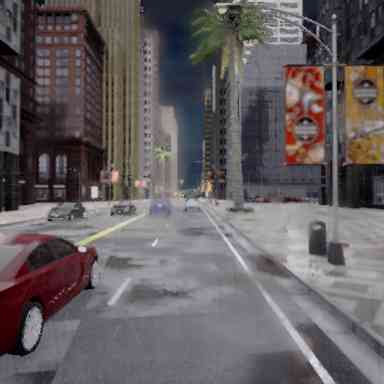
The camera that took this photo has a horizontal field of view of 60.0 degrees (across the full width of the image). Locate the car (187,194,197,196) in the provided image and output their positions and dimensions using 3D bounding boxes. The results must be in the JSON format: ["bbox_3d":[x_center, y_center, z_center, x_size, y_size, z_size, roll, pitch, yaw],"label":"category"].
[{"bbox_3d":[-0.011,1.441,58.184,2.150,2.045,5.566,0,-1,0],"label":"car"}]

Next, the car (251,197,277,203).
[{"bbox_3d":[15.269,1.825,70.593,4.206,1.307,1.802,0,-1,-1],"label":"car"}]

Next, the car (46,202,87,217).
[{"bbox_3d":[-9.865,1.544,26.529,1.837,1.490,4.892,0,-1,0],"label":"car"}]

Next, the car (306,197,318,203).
[{"bbox_3d":[26.546,1.775,70.775,4.313,1.339,1.947,0,-1,-1],"label":"car"}]

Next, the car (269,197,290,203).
[{"bbox_3d":[20.774,1.935,79.207,4.313,1.339,1.947,0,-1,-1],"label":"car"}]

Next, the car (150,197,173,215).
[{"bbox_3d":[-3.173,1.419,34.940,2.097,1.767,4.553,0,0,0],"label":"car"}]

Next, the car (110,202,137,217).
[{"bbox_3d":[-6.606,1.621,32.322,1.994,1.385,4.181,0,0,0],"label":"car"}]

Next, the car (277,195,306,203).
[{"bbox_3d":[20.908,1.540,70.688,5.009,1.841,2.192,0,-1,-1],"label":"car"}]

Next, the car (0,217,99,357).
[{"bbox_3d":[-3.154,1.480,6.071,1.882,1.535,5.008,0,0,0],"label":"car"}]

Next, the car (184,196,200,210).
[{"bbox_3d":[0.070,1.644,44.637,1.812,1.442,4.674,0,-1,0],"label":"car"}]

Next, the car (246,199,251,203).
[{"bbox_3d":[15.134,1.953,79.116,4.313,1.339,1.947,0,-1,-1],"label":"car"}]

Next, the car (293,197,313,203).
[{"bbox_3d":[26.412,1.936,79.298,4.206,1.307,1.802,0,-1,-1],"label":"car"}]
